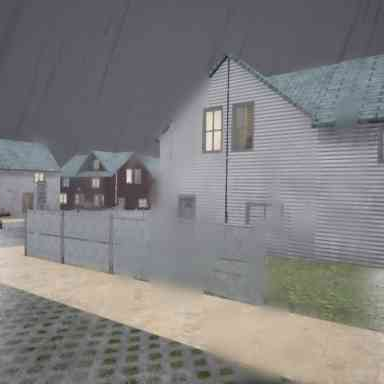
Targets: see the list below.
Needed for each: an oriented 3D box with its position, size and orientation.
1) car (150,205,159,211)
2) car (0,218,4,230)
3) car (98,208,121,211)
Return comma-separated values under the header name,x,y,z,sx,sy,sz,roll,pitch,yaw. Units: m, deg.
name,x,y,z,sx,sy,sz,roll,pitch,yaw
car,-1.851,1.906,29.340,2.097,1.767,4.553,2,0,37
car,-13.093,1.725,18.879,1.994,1.385,4.181,2,0,36
car,-7.033,1.983,27.283,1.895,1.301,4.718,2,0,37
